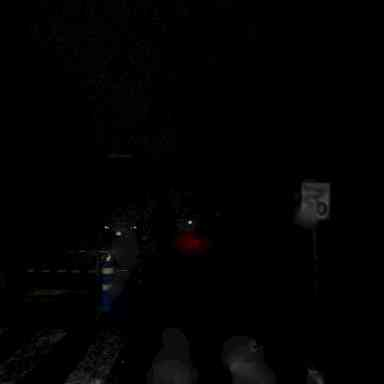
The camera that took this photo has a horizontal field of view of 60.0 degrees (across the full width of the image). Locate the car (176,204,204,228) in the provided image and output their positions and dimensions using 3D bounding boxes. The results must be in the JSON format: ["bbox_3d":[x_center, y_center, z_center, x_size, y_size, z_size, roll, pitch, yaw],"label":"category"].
[{"bbox_3d":[-0.163,1.897,25.868,1.837,1.490,4.892,0,0,-1],"label":"car"}]

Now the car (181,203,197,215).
[{"bbox_3d":[-0.406,2.159,42.441,1.994,1.385,4.181,0,-1,-1],"label":"car"}]

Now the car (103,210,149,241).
[{"bbox_3d":[-3.529,1.768,18.375,2.128,1.511,4.902,0,-1,-1],"label":"car"}]
